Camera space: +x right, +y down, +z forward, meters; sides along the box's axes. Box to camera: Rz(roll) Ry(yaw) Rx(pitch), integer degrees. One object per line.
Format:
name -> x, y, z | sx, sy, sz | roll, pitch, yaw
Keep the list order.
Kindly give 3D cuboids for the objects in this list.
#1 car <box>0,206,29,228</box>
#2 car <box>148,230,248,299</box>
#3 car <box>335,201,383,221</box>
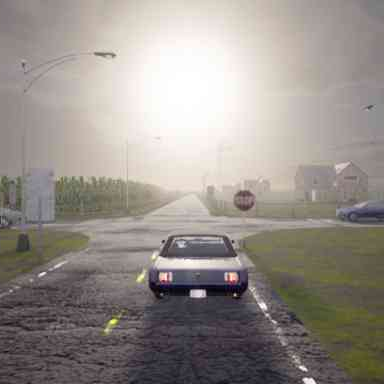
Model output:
car -> -13.762, 1.604, 22.699 | 4.902, 1.511, 2.128 | -1, 0, 1
car -> 0.154, 1.601, 8.391 | 1.895, 1.301, 4.718 | 0, 0, 1
car -> 13.265, 1.405, 25.014 | 4.674, 1.442, 1.812 | -1, 0, 0
